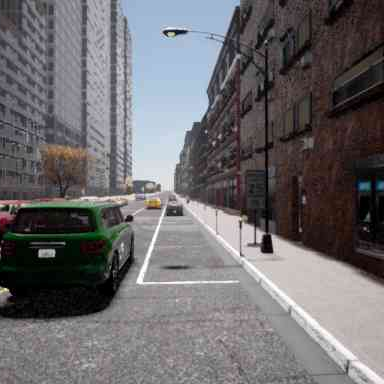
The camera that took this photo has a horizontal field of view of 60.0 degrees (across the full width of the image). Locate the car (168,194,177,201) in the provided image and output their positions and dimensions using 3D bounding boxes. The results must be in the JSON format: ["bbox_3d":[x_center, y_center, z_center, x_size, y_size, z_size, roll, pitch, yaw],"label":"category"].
[{"bbox_3d":[-5.041,1.345,84.014,2.192,1.841,5.009,1,0,-4],"label":"car"}]

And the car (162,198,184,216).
[{"bbox_3d":[-1.746,1.584,33.302,2.008,1.369,4.403,0,0,-4],"label":"car"}]

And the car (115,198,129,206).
[{"bbox_3d":[-11.573,1.624,55.277,1.802,1.307,4.206,1,0,-4],"label":"car"}]

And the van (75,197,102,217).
[{"bbox_3d":[-10.106,1.377,32.738,1.690,1.788,3.998,0,0,-4],"label":"van"}]

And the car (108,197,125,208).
[{"bbox_3d":[-11.195,1.567,49.472,1.752,1.417,4.829,1,0,-4],"label":"car"}]

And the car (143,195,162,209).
[{"bbox_3d":[-5.139,1.517,45.181,1.882,1.535,5.008,0,0,-3],"label":"car"}]

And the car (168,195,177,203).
[{"bbox_3d":[-4.309,1.476,72.746,1.967,1.590,4.097,1,0,-4],"label":"car"}]

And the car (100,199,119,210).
[{"bbox_3d":[-10.840,1.623,44.008,1.802,1.307,4.206,0,0,-4],"label":"car"}]

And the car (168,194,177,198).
[{"bbox_3d":[-3.943,1.477,67.113,1.967,1.590,4.097,1,0,-4],"label":"car"}]

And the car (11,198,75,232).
[{"bbox_3d":[-9.373,1.342,21.470,2.192,1.841,5.009,0,0,-4],"label":"car"}]

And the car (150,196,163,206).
[{"bbox_3d":[-5.833,1.517,55.369,1.882,1.535,5.008,0,0,-3],"label":"car"}]

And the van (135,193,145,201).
[{"bbox_3d":[-13.403,1.374,83.449,1.690,1.788,3.998,1,0,-4],"label":"van"}]

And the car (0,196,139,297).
[{"bbox_3d":[-2.856,1.232,8.822,2.150,2.045,5.566,0,0,-4],"label":"car"}]

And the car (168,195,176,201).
[{"bbox_3d":[-5.410,1.570,89.651,1.887,1.381,4.507,1,0,-4],"label":"car"}]
